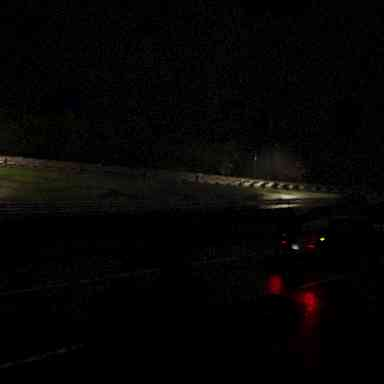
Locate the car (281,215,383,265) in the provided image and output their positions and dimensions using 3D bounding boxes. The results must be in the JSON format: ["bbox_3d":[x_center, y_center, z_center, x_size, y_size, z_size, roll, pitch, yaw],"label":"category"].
[{"bbox_3d":[5.099,1.522,11.686,4.674,1.442,1.812,0,0,-35],"label":"car"}]

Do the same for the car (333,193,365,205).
[{"bbox_3d":[21.413,1.209,44.794,5.566,2.045,2.150,0,0,-35],"label":"car"}]

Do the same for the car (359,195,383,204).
[{"bbox_3d":[23.488,1.513,41.976,4.674,1.442,1.812,0,0,-35],"label":"car"}]
